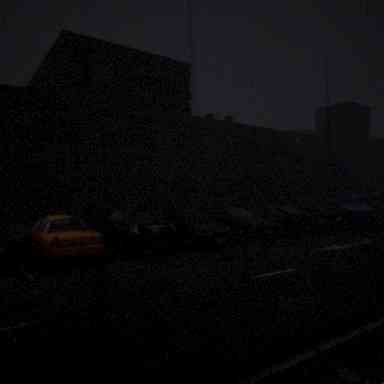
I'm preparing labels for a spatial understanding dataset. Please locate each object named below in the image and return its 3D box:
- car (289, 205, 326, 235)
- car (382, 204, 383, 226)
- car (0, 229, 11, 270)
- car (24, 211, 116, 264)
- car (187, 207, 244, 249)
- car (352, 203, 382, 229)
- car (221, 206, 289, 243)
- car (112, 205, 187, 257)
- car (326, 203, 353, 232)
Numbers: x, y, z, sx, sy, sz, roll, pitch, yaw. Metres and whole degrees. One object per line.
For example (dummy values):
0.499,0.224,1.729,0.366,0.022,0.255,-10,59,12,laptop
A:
4.317,1.497,18.199,2.231,1.521,4.892,0,0,-35,car
11.240,1.518,23.065,2.231,1.521,4.892,0,0,-35,car
-6.968,1.478,10.307,2.231,1.521,4.892,0,0,-35,car
-4.795,1.477,12.049,1.946,1.575,5.366,0,0,-35,car
-0.222,1.516,14.991,2.163,1.488,4.792,0,0,-35,car
8.970,1.509,21.461,2.097,1.535,5.008,0,0,-35,car
2.034,1.490,16.613,2.097,1.535,5.008,0,0,-35,car
-2.493,1.357,13.402,2.185,1.767,4.553,0,0,-35,car
6.572,1.531,19.822,2.163,1.488,4.792,0,0,-35,car
